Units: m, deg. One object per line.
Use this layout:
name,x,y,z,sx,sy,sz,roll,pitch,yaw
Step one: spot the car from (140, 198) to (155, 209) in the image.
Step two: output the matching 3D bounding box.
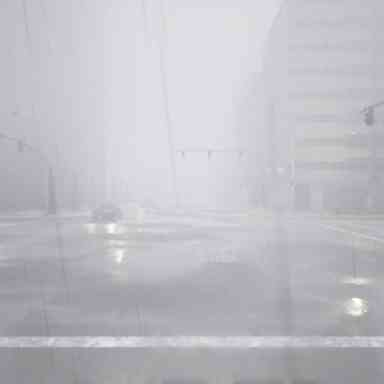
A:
car,-6.985,1.790,52.544,1.837,1.490,4.892,0,0,0

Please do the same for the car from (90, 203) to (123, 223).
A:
car,-6.992,1.687,27.688,1.837,1.490,4.892,0,0,0
